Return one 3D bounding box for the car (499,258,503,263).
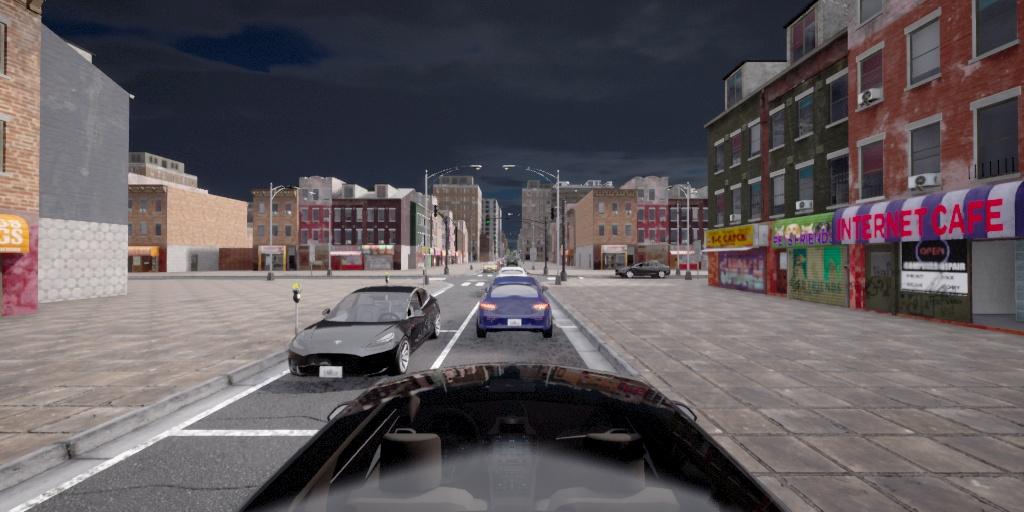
[{"bbox_3d":[-2.697,1.355,50.775,1.888,1.381,4.507,0,0,0],"label":"car"}]

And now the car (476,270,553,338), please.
[{"bbox_3d":[0.068,1.278,10.082,1.812,1.442,4.674,0,0,0],"label":"car"}]

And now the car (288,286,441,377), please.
[{"bbox_3d":[-2.645,1.317,7.402,1.948,1.339,4.313,0,0,0],"label":"car"}]

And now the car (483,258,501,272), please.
[{"bbox_3d":[-2.690,1.322,45.000,1.751,1.417,4.829,0,0,0],"label":"car"}]

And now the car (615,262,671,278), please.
[{"bbox_3d":[11.992,1.262,33.001,4.892,1.490,1.837,0,0,-2],"label":"car"}]

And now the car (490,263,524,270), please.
[{"bbox_3d":[-0.003,1.284,19.218,1.812,1.442,4.674,0,0,0],"label":"car"}]
